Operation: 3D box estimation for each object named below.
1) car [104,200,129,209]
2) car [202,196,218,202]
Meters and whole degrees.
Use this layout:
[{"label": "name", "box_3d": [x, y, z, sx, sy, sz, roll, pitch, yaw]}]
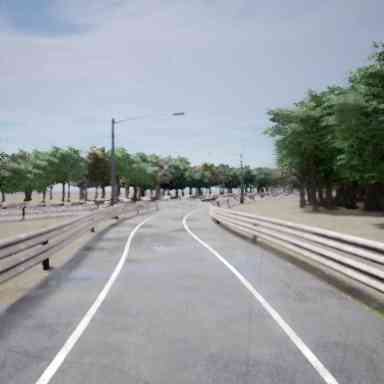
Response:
[{"label": "car", "box_3d": [-12.322, 2.109, 54.717, 1.812, 1.442, 4.674, 0, 1, 34]}, {"label": "car", "box_3d": [4.471, 1.704, 79.750, 1.895, 1.301, 4.718, 0, 1, 34]}]
